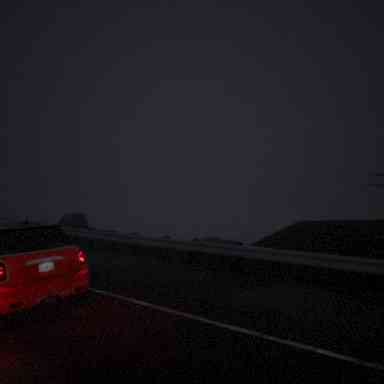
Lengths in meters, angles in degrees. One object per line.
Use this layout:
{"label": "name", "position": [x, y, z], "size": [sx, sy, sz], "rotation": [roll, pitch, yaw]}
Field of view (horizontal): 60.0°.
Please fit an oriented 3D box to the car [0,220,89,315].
{"label": "car", "position": [-4.342, 1.389, 7.315], "size": [4.553, 1.767, 2.097], "rotation": [0, 0, 37]}
